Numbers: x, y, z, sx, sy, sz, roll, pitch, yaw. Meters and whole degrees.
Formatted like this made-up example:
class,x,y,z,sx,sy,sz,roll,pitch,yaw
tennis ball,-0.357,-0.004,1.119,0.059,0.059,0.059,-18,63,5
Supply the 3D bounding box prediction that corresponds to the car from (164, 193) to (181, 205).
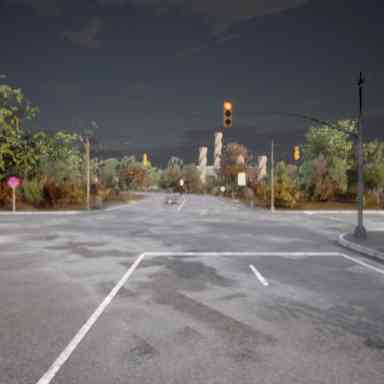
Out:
class,x,y,z,sx,sy,sz,roll,pitch,yaw
car,-3.358,1.316,52.616,2.128,1.511,4.902,0,1,0
